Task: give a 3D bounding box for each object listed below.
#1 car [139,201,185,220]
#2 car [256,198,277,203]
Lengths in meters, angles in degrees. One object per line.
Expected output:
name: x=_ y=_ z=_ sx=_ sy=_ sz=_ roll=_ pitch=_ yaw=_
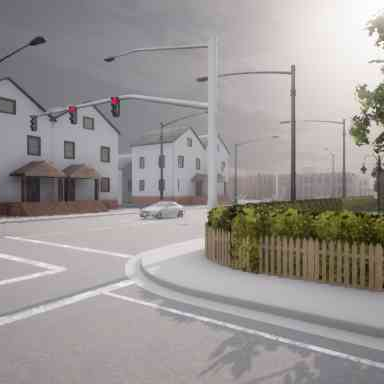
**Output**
car: x=-2.430 y=1.525 z=28.291 sx=1.812 sy=1.442 sz=4.674 roll=0 pitch=0 yaw=35
car: x=10.778 y=1.547 z=47.347 sx=2.033 sy=1.411 sz=5.357 roll=0 pitch=0 yaw=35
